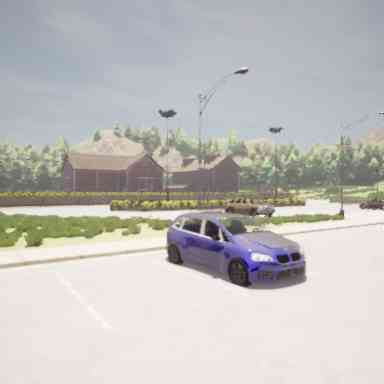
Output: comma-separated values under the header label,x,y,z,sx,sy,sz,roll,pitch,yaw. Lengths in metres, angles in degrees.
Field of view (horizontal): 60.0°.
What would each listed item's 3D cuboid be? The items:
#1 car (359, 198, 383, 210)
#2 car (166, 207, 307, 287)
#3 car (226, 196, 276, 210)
label,x,y,z,sx,sy,sz,roll,pitch,yaw
car,23.219,1.505,41.821,1.784,1.438,3.905,0,0,-35
car,1.104,1.477,9.832,2.242,1.667,4.611,0,0,-35
car,4.939,1.300,28.737,1.932,1.855,4.605,0,0,-35
